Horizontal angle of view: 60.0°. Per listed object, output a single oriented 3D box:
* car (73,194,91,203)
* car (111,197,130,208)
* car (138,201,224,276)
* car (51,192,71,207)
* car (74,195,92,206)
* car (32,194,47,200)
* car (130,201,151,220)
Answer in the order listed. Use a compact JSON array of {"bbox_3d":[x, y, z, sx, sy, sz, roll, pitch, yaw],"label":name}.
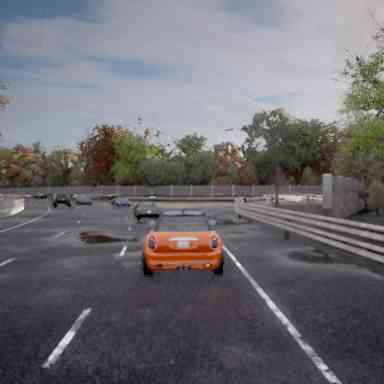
[{"bbox_3d":[-21.737,1.238,65.639,2.128,1.511,4.902,0,0,-36],"label":"car"},{"bbox_3d":[-9.562,1.361,44.454,2.033,1.411,5.357,0,0,-24],"label":"car"},{"bbox_3d":[-0.289,1.302,10.358,2.097,1.767,4.553,0,0,-2],"label":"car"},{"bbox_3d":[-18.739,1.046,47.511,2.150,2.045,5.566,0,0,-27],"label":"car"},{"bbox_3d":[-16.923,1.364,51.702,1.994,1.385,4.181,0,0,-27],"label":"car"},{"bbox_3d":[-38.850,1.183,84.660,5.008,1.535,1.882,0,0,41],"label":"car"},{"bbox_3d":[-3.695,1.444,26.996,1.994,1.385,4.181,0,0,-14],"label":"car"}]
